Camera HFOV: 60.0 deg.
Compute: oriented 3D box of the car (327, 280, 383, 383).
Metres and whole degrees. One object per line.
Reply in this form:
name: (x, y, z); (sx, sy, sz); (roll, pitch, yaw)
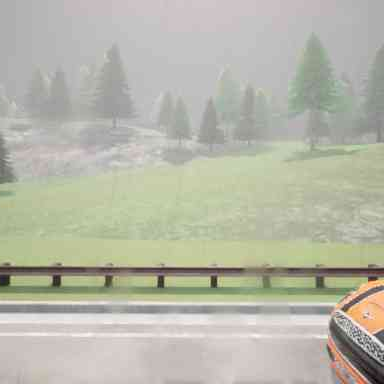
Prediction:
car: (3.898, 1.351, 3.494); (4.553, 1.767, 2.097); (0, 0, 1)
